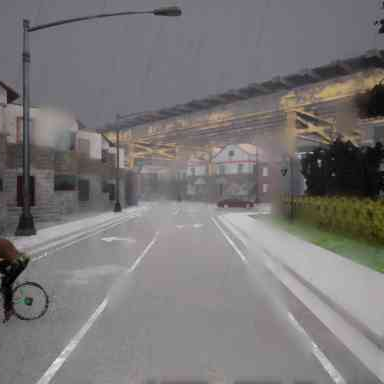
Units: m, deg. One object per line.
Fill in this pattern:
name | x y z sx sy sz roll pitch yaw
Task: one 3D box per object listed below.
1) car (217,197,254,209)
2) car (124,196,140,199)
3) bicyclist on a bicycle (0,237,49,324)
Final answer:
car | 5.834 1.477 44.835 5.008 1.535 1.882 0 0 -4
car | -16.836 1.452 91.577 4.974 1.542 2.038 0 0 -15
bicyclist on a bicycle | -3.317 1.454 5.766 1.656 1.620 0.582 -2 0 0
